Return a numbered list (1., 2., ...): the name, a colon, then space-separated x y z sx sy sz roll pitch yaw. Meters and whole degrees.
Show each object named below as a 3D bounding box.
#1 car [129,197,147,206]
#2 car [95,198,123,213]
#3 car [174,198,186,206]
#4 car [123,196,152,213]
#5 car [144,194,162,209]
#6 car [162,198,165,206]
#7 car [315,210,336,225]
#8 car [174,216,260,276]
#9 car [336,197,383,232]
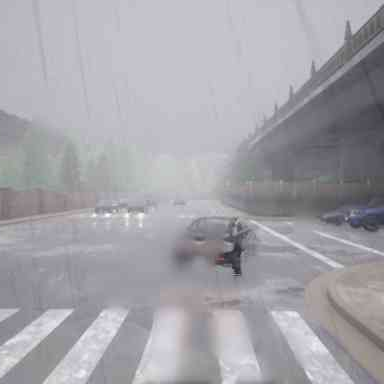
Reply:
1. car: -9.352 1.683 58.103 2.033 1.411 5.357 0 0 2
2. car: -9.784 1.594 38.502 1.837 1.490 4.892 0 0 1
3. car: -2.178 1.704 59.906 1.994 1.385 4.181 0 0 1
4. car: -6.277 1.595 38.805 1.837 1.490 4.892 0 0 1
5. car: -6.081 1.335 48.658 2.150 2.045 5.566 0 0 1
6. car: -5.836 1.701 58.630 1.994 1.385 4.181 0 0 2
7. car: 11.666 1.603 23.667 5.357 1.411 2.033 0 0 1
8. car: 0.945 1.517 10.629 2.128 1.511 4.902 0 0 18
9. car: 12.124 1.270 20.165 5.566 2.045 2.150 0 0 1
